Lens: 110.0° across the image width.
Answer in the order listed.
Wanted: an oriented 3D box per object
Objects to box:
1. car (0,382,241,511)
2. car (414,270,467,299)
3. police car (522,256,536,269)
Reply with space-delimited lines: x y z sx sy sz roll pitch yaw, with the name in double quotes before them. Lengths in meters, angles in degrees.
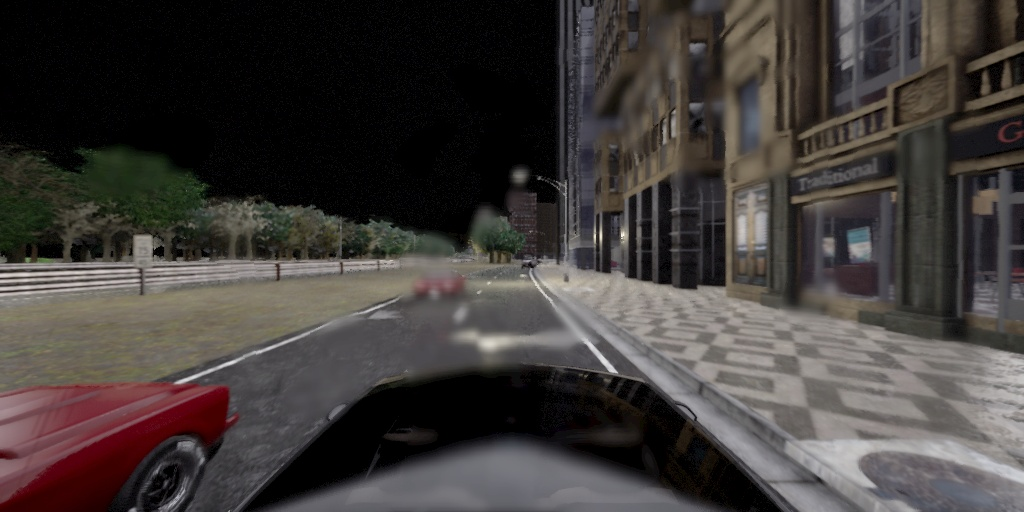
"car" -3.401 1.351 1.097 1.895 1.301 4.718 0 0 0
"car" -3.396 1.360 17.992 1.895 1.301 4.718 0 0 0
"police car" 2.682 1.316 61.388 1.930 1.638 5.238 0 0 5
